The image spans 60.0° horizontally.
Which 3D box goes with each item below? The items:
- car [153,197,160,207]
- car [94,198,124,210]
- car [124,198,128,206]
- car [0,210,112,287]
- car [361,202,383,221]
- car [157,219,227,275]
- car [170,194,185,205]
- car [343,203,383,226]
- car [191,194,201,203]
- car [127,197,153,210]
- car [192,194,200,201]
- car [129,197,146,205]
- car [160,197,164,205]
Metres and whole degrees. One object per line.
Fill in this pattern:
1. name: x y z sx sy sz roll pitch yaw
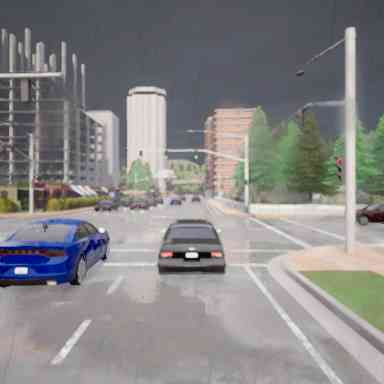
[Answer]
1. car: -6.471 1.591 51.111 1.994 1.385 4.181 0 0 1
2. car: -10.127 1.571 39.905 2.033 1.411 5.357 0 0 1
3. car: -9.992 1.576 49.948 2.033 1.411 5.357 0 0 1
4. car: -3.643 1.484 9.370 1.882 1.535 5.008 0 0 -2
5. car: 16.240 1.532 26.471 4.674 1.442 1.812 0 0 2
6. car: -0.019 1.553 10.422 2.033 1.411 5.357 0 0 0
7. car: -2.693 1.555 57.370 1.812 1.442 4.674 0 0 1
8. car: 13.137 1.484 23.105 5.008 1.535 1.882 0 0 2
9. car: 0.866 1.527 71.244 1.837 1.490 4.892 0 0 1
10. car: -6.587 1.587 42.745 1.994 1.385 4.181 0 0 1
11. car: 0.980 1.365 80.463 1.837 1.490 4.892 0 0 1
12. car: -9.804 1.581 60.500 2.033 1.411 5.357 0 0 1
13. car: -6.296 1.596 61.066 1.994 1.385 4.181 0 0 1
